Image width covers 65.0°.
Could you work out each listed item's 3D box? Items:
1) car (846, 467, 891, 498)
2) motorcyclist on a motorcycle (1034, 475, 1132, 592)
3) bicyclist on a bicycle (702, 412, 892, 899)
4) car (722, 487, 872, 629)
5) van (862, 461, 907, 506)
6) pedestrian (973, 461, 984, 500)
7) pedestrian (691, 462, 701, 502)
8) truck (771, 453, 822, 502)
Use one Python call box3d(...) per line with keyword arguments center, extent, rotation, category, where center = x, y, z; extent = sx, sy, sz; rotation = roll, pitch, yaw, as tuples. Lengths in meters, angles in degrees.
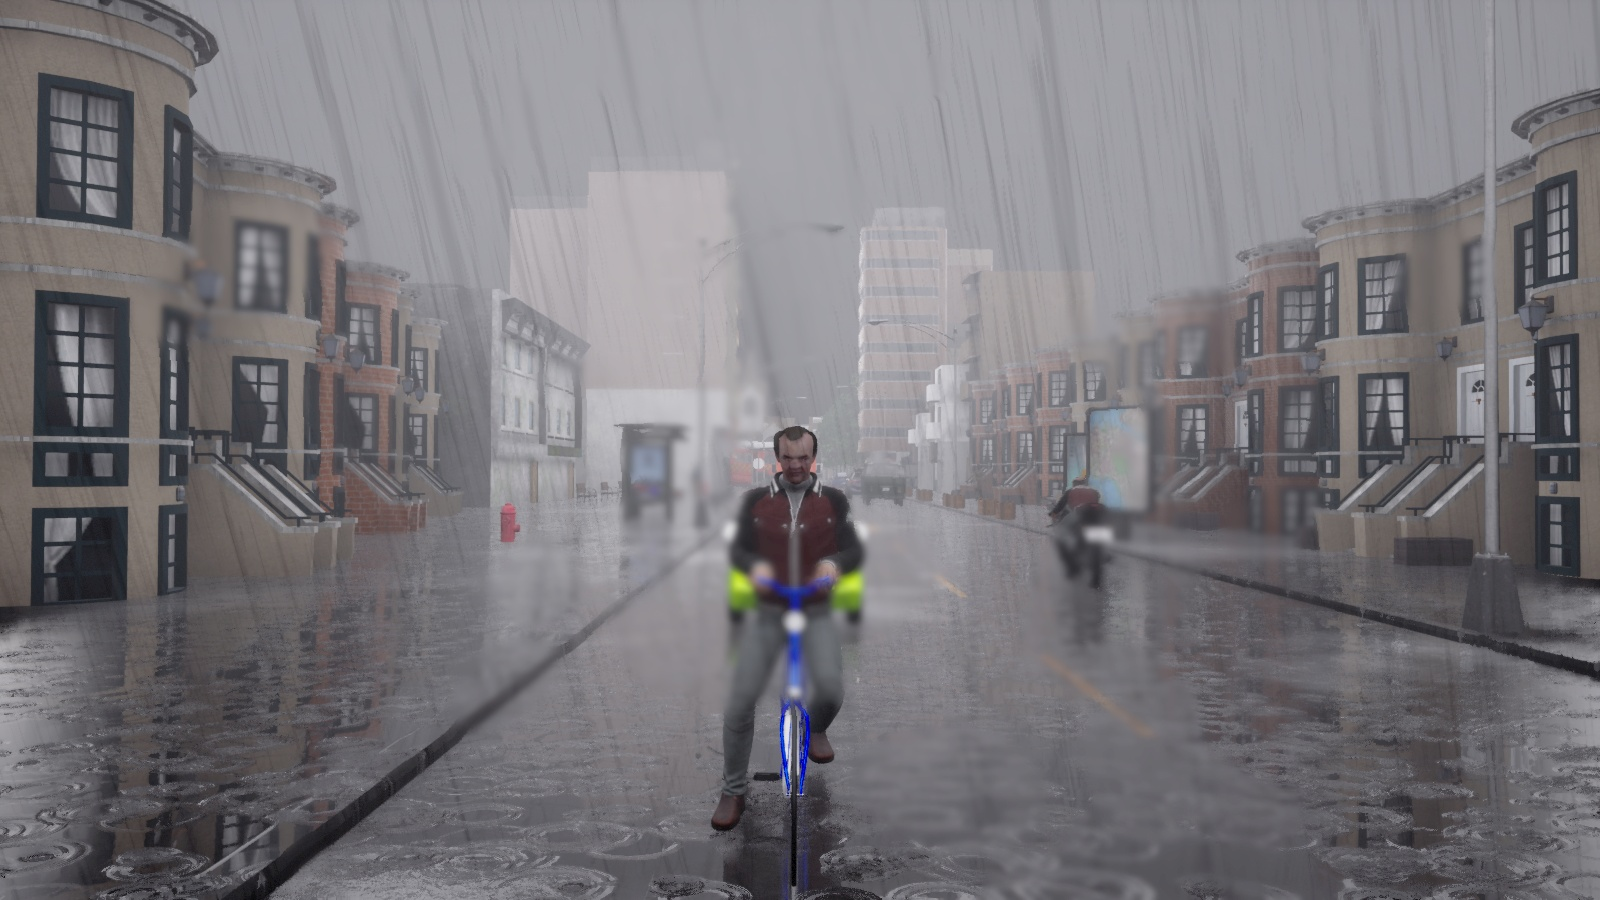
box3d(center=(3.795, 1.827, 70.659), extent=(2.242, 1.667, 4.611), rotation=(0, -1, 0), category="car")
box3d(center=(3.952, 1.131, 17.730), extent=(0.866, 1.530, 2.191), rotation=(0, -1, 0), category="motorcyclist on a motorcycle")
box3d(center=(-0.015, 0.774, 5.309), extent=(0.659, 1.776, 1.843), rotation=(0, -1, 0), category="bicyclist on a bicycle")
box3d(center=(-0.036, 1.096, 13.514), extent=(1.481, 1.376, 2.207), rotation=(0, -1, 0), category="car")
box3d(center=(3.845, 1.518, 57.695), extent=(1.775, 1.987, 4.442), rotation=(0, -1, 0), category="van")
box3d(center=(8.876, 1.535, 62.438), extent=(0.396, 1.930, 0.692), rotation=(-1, -1, 16), category="pedestrian")
box3d(center=(-5.075, 1.569, 61.152), extent=(0.423, 1.949, 0.788), rotation=(0, -1, -11), category="pedestrian")
box3d(center=(-0.188, 1.444, 66.359), extent=(2.627, 2.467, 5.204), rotation=(0, -1, 0), category="truck")
